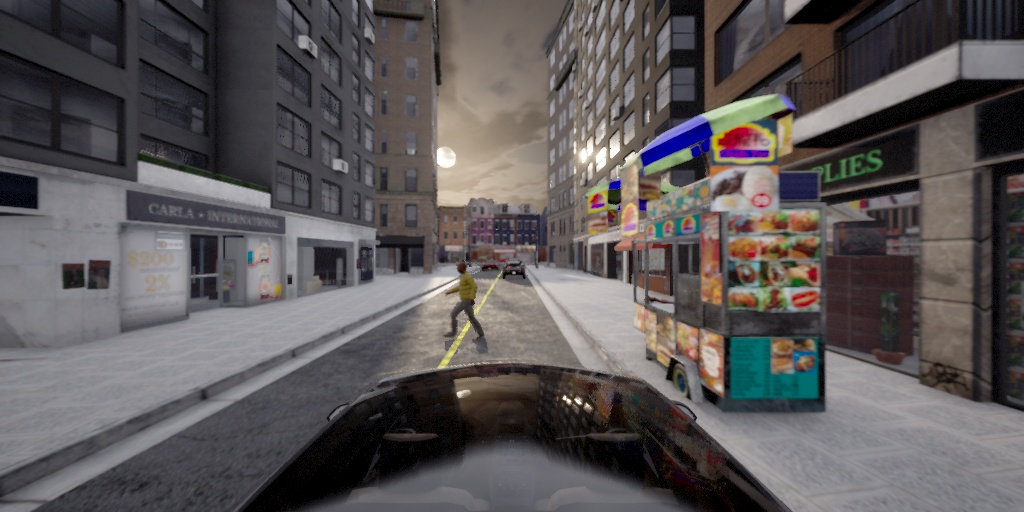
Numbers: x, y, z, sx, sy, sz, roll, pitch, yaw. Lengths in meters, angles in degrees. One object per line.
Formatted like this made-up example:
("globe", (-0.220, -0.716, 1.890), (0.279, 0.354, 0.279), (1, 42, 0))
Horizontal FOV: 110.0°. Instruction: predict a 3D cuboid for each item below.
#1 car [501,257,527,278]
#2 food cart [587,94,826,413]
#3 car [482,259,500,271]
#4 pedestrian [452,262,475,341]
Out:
("car", (0.174, 1.038, 30.320), (1.837, 1.490, 4.892), (0, 0, 0))
("food cart", (2.895, 0.184, 5.850), (2.280, 3.560, 4.660), (0, 0, 0))
("car", (-2.433, 1.046, 41.738), (1.895, 1.301, 4.718), (0, 0, 1))
("pedestrian", (-1.104, 0.995, 8.130), (0.375, 1.860, 0.375), (0, 0, -10))
